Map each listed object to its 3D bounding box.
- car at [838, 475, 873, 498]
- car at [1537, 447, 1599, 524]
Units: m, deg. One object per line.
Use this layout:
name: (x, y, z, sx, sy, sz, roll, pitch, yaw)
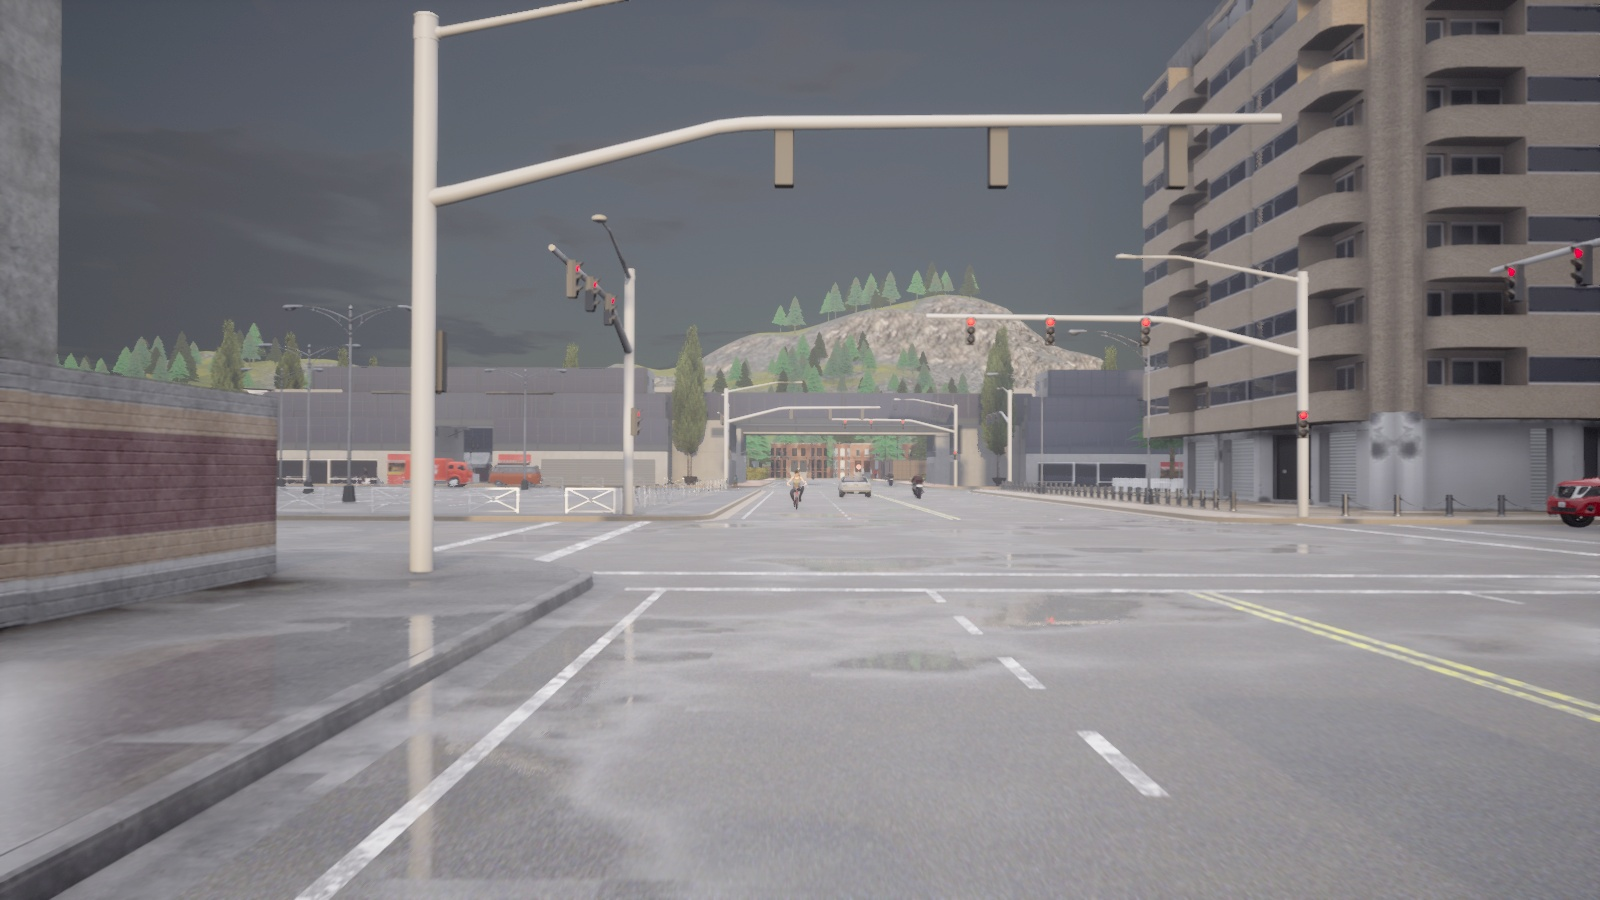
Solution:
car: (3.317, 2.171, 75.823, 1.895, 1.301, 4.718, 0, -1, 0)
car: (23.789, 0.964, 34.692, 5.566, 2.045, 2.150, 0, -1, 0)
